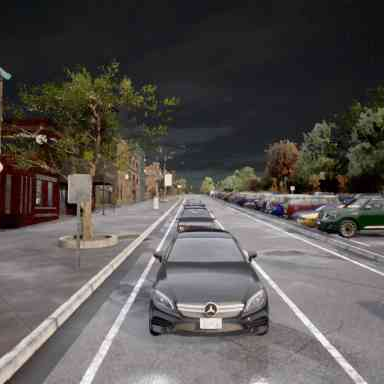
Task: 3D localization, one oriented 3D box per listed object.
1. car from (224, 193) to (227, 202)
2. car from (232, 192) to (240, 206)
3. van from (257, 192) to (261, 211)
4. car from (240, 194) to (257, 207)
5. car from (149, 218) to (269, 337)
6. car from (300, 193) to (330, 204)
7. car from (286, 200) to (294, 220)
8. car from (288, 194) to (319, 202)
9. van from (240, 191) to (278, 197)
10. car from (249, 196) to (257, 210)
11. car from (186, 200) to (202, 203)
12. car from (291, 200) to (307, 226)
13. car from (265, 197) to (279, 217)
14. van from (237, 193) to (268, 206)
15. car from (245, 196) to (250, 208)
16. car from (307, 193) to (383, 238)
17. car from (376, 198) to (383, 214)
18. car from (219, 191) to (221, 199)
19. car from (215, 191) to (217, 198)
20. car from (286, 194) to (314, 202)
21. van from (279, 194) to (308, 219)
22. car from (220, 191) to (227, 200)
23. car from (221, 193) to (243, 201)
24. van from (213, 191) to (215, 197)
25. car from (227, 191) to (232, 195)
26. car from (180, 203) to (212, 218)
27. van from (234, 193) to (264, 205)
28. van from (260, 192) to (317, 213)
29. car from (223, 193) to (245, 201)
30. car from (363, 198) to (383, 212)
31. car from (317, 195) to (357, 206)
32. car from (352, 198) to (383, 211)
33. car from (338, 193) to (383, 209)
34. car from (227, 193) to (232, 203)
[{"bbox_3d":[8.944,1.279,61.912,4.674,1.452,2.002,0,1,0],"label":"car"},{"bbox_3d":[9.021,1.113,47.892,5.566,2.045,2.435,0,1,0],"label":"car"},{"bbox_3d":[9.269,1.222,33.873,4.442,1.987,1.878,0,0,0],"label":"van"},{"bbox_3d":[9.097,1.408,42.287,4.892,1.521,2.231,0,0,0],"label":"car"},{"bbox_3d":[0.251,1.524,6.843,1.812,1.442,4.674,0,0,0],"label":"car"},{"bbox_3d":[22.074,1.135,59.658,4.553,1.767,2.185,0,1,0],"label":"car"},{"bbox_3d":[9.237,1.506,22.658,4.674,1.452,2.002,0,0,0],"label":"car"},{"bbox_3d":[21.817,1.208,65.207,5.366,1.575,1.946,0,1,0],"label":"car"},{"bbox_3d":[9.187,1.163,45.093,4.442,1.987,1.878,0,0,0],"label":"van"},{"bbox_3d":[9.161,1.469,36.676,4.792,1.488,2.163,0,0,0],"label":"car"},{"bbox_3d":[0.212,1.442,29.870,2.128,1.511,4.902,0,0,0],"label":"car"},{"bbox_3d":[9.070,1.466,19.853,5.366,1.575,1.946,0,0,0],"label":"car"},{"bbox_3d":[9.188,1.460,28.264,5.008,1.535,2.097,0,0,0],"label":"car"},{"bbox_3d":[9.145,1.113,50.698,4.442,1.987,1.878,0,1,0],"label":"van"},{"bbox_3d":[9.108,1.465,39.484,4.674,1.452,2.002,0,0,0],"label":"car"},{"bbox_3d":[9.247,1.221,17.050,5.566,2.045,2.435,0,0,0],"label":"car"},{"bbox_3d":[22.411,1.444,34.675,5.366,1.575,1.946,0,0,0],"label":"car"},{"bbox_3d":[8.877,0.938,67.515,5.566,2.045,2.435,0,1,0],"label":"car"},{"bbox_3d":[8.797,1.064,81.533,5.008,1.535,2.097,0,1,0],"label":"car"},{"bbox_3d":[21.988,1.188,67.985,4.892,1.521,2.231,0,1,0],"label":"car"},{"bbox_3d":[9.331,1.237,25.461,4.442,1.987,1.878,0,0,0],"label":"van"},{"bbox_3d":[8.897,0.963,64.712,5.566,2.045,2.435,0,1,0],"label":"car"},{"bbox_3d":[8.833,1.014,73.122,4.553,1.767,2.185,0,1,0],"label":"car"},{"bbox_3d":[8.624,0.763,89.939,4.442,1.987,1.878,0,1,0],"label":"van"},{"bbox_3d":[8.998,1.138,59.107,4.553,1.767,2.185,0,1,0],"label":"car"},{"bbox_3d":[0.189,1.532,17.422,2.033,1.411,5.357,0,0,0],"label":"car"},{"bbox_3d":[9.125,1.088,53.501,4.442,1.987,1.878,0,1,0],"label":"van"},{"bbox_3d":[9.056,1.230,31.070,4.442,1.987,1.878,0,0,0],"label":"van"},{"bbox_3d":[8.854,1.039,70.319,4.553,1.767,2.185,0,1,0],"label":"car"},{"bbox_3d":[22.177,1.468,37.445,4.792,1.488,2.163,0,0,0],"label":"car"},{"bbox_3d":[22.290,1.332,51.332,5.366,1.575,1.946,0,1,0],"label":"car"},{"bbox_3d":[22.214,1.451,40.228,4.792,1.488,2.163,0,0,0],"label":"car"},{"bbox_3d":[22.137,1.153,43.001,5.566,2.045,2.435,0,0,0],"label":"car"},{"bbox_3d":[8.981,1.290,56.305,4.892,1.521,2.231,0,1,0],"label":"car"}]
